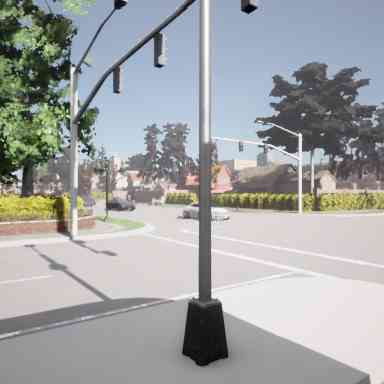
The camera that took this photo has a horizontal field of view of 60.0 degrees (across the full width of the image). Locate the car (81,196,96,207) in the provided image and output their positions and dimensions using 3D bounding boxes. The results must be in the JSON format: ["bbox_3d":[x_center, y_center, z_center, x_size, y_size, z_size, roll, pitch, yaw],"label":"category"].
[{"bbox_3d":[-16.244,1.352,50.546,2.097,1.767,4.553,0,0,-36],"label":"car"}]

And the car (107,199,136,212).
[{"bbox_3d":[-8.622,1.548,39.998,2.033,1.411,5.357,0,0,-36],"label":"car"}]

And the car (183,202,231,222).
[{"bbox_3d":[1.089,1.526,26.720,1.812,1.442,4.674,0,0,-37],"label":"car"}]
